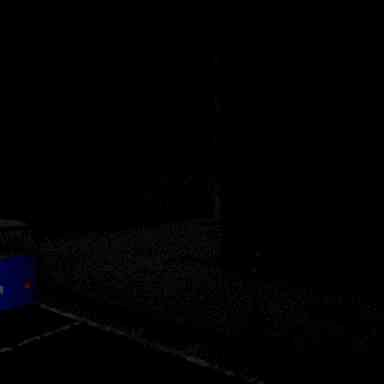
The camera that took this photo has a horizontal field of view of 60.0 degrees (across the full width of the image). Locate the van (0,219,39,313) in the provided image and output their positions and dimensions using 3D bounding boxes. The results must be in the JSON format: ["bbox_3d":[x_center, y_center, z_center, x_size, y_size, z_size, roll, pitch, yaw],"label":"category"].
[{"bbox_3d":[-4.651,1.357,6.398,3.998,1.788,1.690,0,0,36],"label":"van"}]
